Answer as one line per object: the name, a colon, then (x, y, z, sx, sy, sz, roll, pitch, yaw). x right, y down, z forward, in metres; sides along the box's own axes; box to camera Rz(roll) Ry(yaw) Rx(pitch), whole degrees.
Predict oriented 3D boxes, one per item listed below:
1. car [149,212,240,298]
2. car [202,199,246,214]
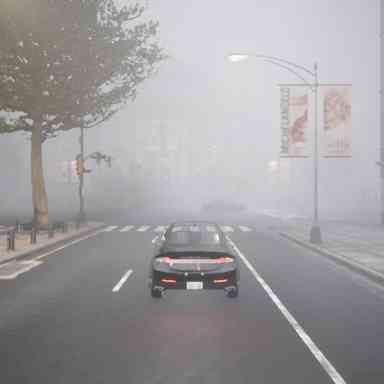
car: (0.061, 1.491, 8.489, 2.128, 1.511, 4.902, 0, 0, 0)
car: (3.370, 1.524, 35.534, 4.674, 1.442, 1.812, 0, 0, 0)
